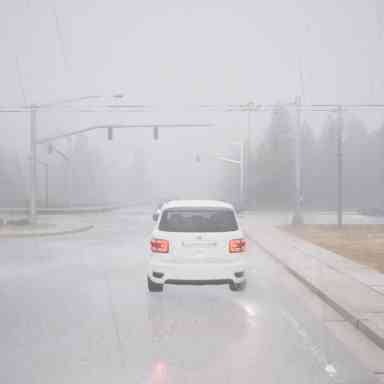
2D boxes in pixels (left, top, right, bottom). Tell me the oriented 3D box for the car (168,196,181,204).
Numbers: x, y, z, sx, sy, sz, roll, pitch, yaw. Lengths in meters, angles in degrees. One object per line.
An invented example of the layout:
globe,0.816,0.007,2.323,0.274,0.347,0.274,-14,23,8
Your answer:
car,-3.435,1.492,65.397,2.128,1.511,4.902,0,0,1

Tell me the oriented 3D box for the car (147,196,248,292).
car,0.066,1.218,9.092,2.150,2.045,5.566,0,0,-2

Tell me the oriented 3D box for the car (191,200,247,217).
car,2.577,1.509,31.303,4.902,1.511,2.128,0,0,16

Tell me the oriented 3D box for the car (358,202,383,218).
car,17.554,1.591,30.450,4.181,1.385,1.994,0,0,1

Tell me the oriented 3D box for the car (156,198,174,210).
car,-3.594,1.547,44.945,2.033,1.411,5.357,0,0,0

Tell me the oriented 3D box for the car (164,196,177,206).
car,-3.567,1.505,55.132,1.837,1.490,4.892,0,0,0
